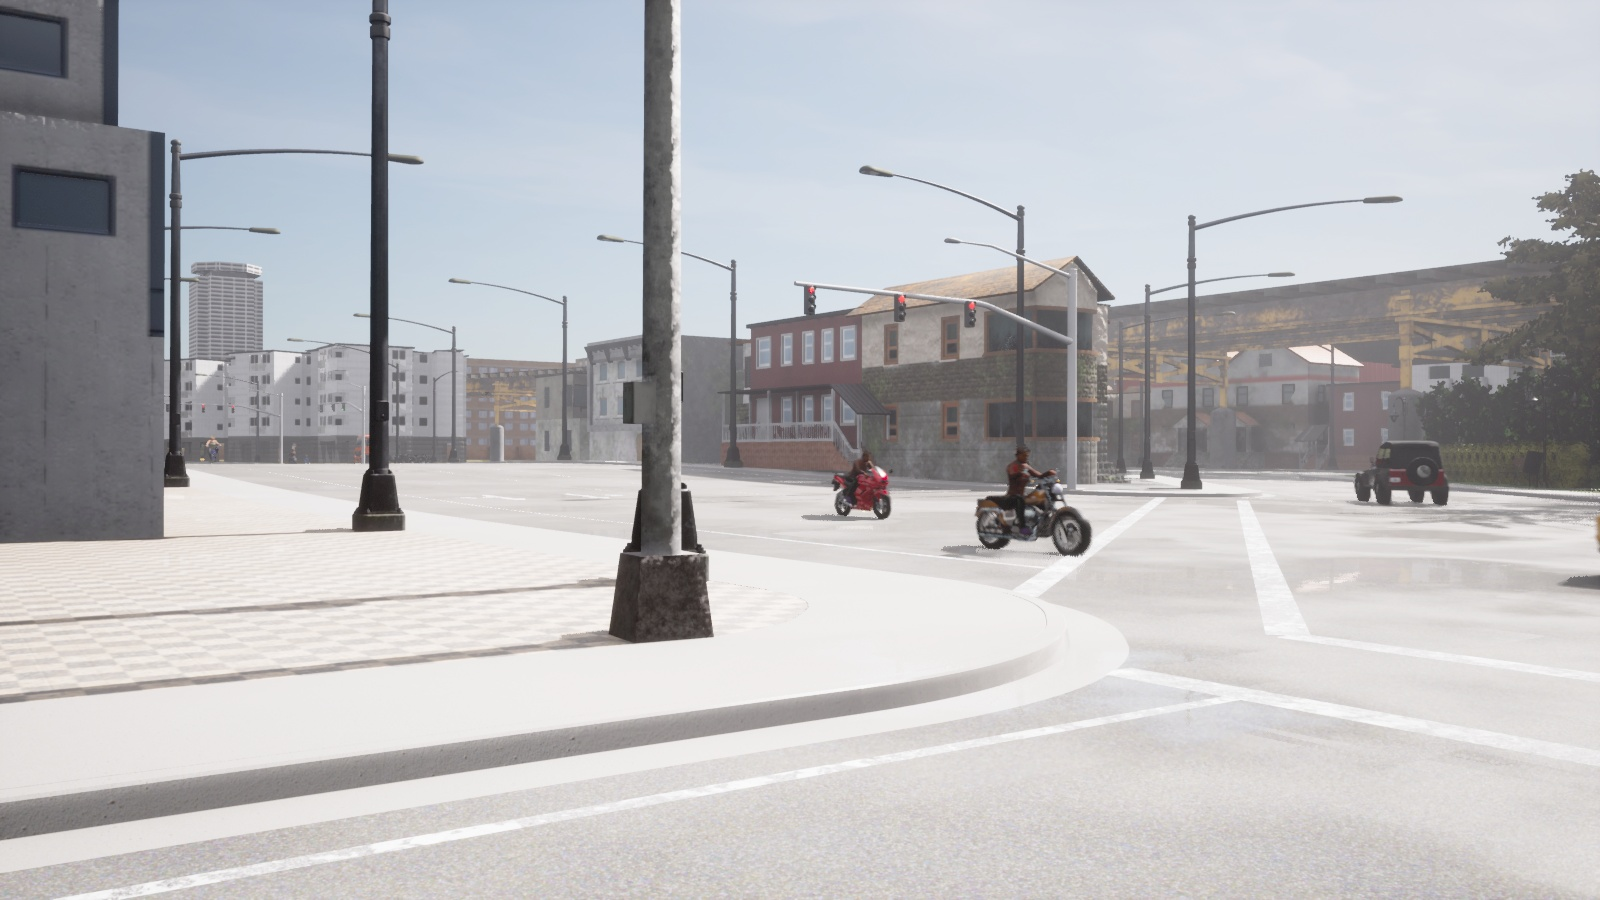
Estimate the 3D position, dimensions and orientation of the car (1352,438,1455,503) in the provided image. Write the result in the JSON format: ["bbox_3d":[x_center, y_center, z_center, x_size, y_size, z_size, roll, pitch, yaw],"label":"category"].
[{"bbox_3d":[18.225,0.589,38.099,1.905,1.878,3.866,0,0,11],"label":"car"}]

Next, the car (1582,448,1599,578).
[{"bbox_3d":[11.561,0.740,13.511,1.882,1.535,5.008,0,0,-35],"label":"car"}]

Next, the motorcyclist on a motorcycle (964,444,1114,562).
[{"bbox_3d":[3.525,0.733,18.762,0.766,1.649,2.350,0,0,-34],"label":"motorcyclist on a motorcycle"}]

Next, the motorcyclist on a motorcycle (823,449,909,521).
[{"bbox_3d":[1.442,0.750,27.809,0.797,1.523,2.044,0,0,-35],"label":"motorcyclist on a motorcycle"}]
